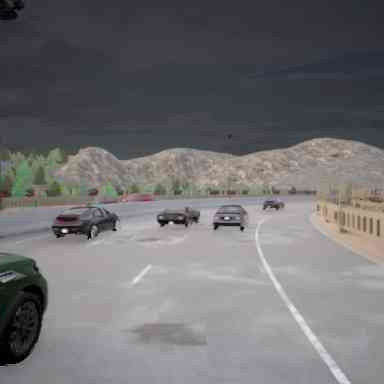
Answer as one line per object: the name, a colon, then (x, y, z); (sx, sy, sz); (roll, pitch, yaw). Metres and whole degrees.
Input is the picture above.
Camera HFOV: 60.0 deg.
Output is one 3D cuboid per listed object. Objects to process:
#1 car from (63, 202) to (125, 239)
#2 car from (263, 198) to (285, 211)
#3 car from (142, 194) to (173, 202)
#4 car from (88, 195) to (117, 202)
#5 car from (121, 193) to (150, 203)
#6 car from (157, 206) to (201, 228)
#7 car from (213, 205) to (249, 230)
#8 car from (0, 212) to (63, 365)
car: (-5.308, 1.488, 17.327); (1.837, 1.490, 4.892); (0, 0, 10)
car: (10.163, 1.474, 41.186); (1.837, 1.490, 4.892); (0, 0, 27)
car: (-4.041, 1.453, 44.563); (2.128, 1.511, 4.902); (0, 0, 26)
car: (-11.938, 1.309, 44.014); (2.097, 1.767, 4.553); (0, 0, 23)
car: (-7.391, 1.184, 45.698); (2.150, 2.045, 5.566); (0, 0, 26)
car: (-0.734, 1.582, 22.260); (1.895, 1.301, 4.718); (0, 0, 13)
car: (2.560, 1.531, 21.135); (2.033, 1.411, 5.357); (0, 0, 14)
car: (-3.315, 1.218, 2.705); (2.150, 2.045, 5.566); (0, 0, 2)
